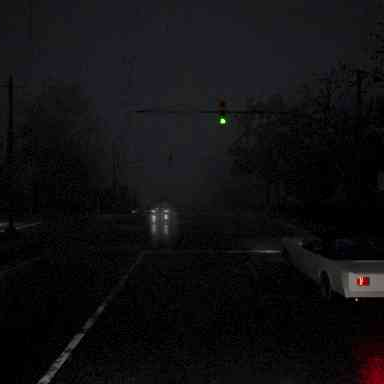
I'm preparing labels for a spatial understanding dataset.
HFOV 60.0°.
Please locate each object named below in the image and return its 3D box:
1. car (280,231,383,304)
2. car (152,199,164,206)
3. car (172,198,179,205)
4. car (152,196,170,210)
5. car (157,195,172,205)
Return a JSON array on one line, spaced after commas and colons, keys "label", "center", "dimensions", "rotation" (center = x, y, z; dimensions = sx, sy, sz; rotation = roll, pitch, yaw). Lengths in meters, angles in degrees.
[{"label": "car", "center": [3.594, 1.601, 8.107], "dimensions": [1.895, 1.301, 4.718], "rotation": [0, 0, 0]}, {"label": "car", "center": [-6.600, 2.036, 64.987], "dimensions": [1.994, 1.385, 4.181], "rotation": [0, -1, -10]}, {"label": "car", "center": [-4.994, 2.126, 73.582], "dimensions": [1.882, 1.535, 5.008], "rotation": [0, -1, -19]}, {"label": "car", "center": [-4.102, 1.583, 43.509], "dimensions": [1.837, 1.490, 4.892], "rotation": [0, -1, -3]}, {"label": "car", "center": [-4.903, 1.447, 53.601], "dimensions": [2.150, 2.045, 5.566], "rotation": [0, -1, -6]}]
